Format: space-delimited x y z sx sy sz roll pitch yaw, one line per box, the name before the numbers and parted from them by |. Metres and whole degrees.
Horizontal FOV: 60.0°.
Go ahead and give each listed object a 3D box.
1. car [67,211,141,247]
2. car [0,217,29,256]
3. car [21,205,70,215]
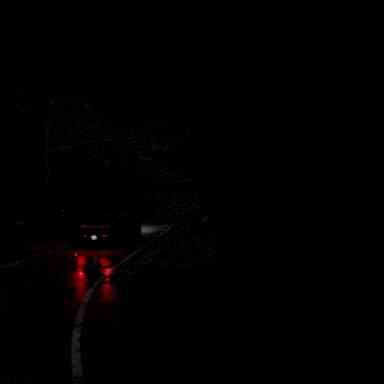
car | -3.792 1.672 16.032 2.128 1.511 4.902 0 -1 5
car | -7.610 1.676 11.399 1.812 1.442 4.674 0 -1 3
car | -15.825 2.058 35.996 4.718 1.301 1.895 0 -1 4
